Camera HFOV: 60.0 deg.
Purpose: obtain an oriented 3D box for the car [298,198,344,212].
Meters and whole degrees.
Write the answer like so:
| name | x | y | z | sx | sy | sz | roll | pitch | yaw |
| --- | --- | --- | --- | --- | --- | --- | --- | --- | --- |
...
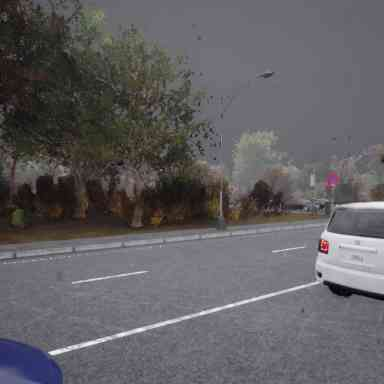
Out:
| name | x | y | z | sx | sy | sz | roll | pitch | yaw |
| --- | --- | --- | --- | --- | --- | --- | --- | --- | --- |
| car | 15.595 | 1.491 | 40.550 | 2.128 | 1.511 | 4.902 | 0 | 0 | -32 |

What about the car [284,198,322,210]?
| name | x | y | z | sx | sy | sz | roll | pitch | yaw |
| --- | --- | --- | --- | --- | --- | --- | --- | --- | --- |
| car | 12.565 | 1.492 | 38.767 | 2.128 | 1.511 | 4.902 | 0 | 0 | -33 |

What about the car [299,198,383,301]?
| name | x | y | z | sx | sy | sz | roll | pitch | yaw |
| --- | --- | --- | --- | --- | --- | --- | --- | --- | --- |
| car | 5.071 | 1.221 | 7.369 | 5.566 | 2.045 | 2.150 | 0 | 0 | -35 |

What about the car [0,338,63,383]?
| name | x | y | z | sx | sy | sz | roll | pitch | yaw |
| --- | --- | --- | --- | --- | --- | --- | --- | --- | --- |
| car | -3.051 | 1.526 | 1.567 | 4.674 | 1.442 | 1.812 | 0 | 0 | -36 |

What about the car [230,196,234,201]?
| name | x | y | z | sx | sy | sz | roll | pitch | yaw |
| --- | --- | --- | --- | --- | --- | --- | --- | --- | --- |
| car | 4.869 | 1.194 | 50.972 | 2.150 | 2.045 | 5.566 | 0 | 0 | -32 |
